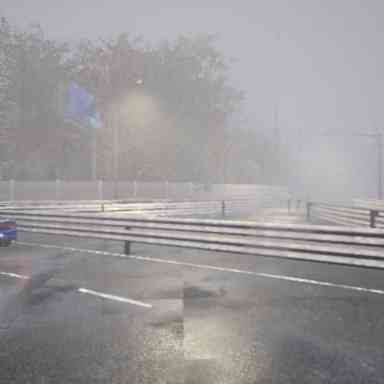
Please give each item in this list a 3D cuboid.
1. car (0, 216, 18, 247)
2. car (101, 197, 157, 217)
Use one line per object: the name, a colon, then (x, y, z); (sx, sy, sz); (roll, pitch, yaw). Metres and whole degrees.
car: (-9.180, 1.437, 13.290); (5.008, 1.535, 1.882); (0, 0, 27)
car: (-5.122, 1.251, 27.246); (4.553, 1.767, 2.097); (0, 0, -29)
